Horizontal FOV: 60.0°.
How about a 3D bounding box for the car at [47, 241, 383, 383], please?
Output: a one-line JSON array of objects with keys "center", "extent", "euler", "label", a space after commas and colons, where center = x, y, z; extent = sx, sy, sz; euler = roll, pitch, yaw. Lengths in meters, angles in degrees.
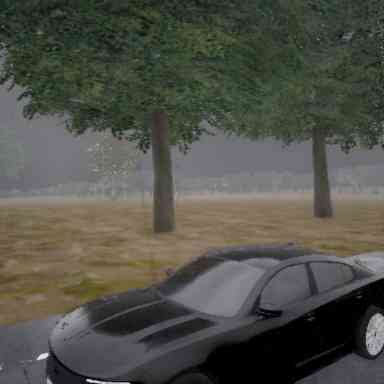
[{"center": [0.777, 1.494, 4.423], "extent": [5.008, 1.535, 1.882], "euler": [0, 0, -35], "label": "car"}]
